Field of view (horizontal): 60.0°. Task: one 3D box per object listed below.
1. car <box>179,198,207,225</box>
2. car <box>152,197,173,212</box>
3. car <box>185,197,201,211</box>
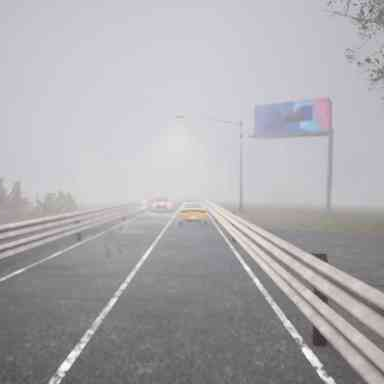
[{"bbox_3d":[0.093,1.470,24.165,1.882,1.535,5.008,0,0,0],"label":"car"},{"bbox_3d":[-3.267,1.338,37.750,2.097,1.767,4.553,0,0,0],"label":"car"},{"bbox_3d":[0.085,1.464,42.537,1.882,1.535,5.008,0,0,0],"label":"car"}]
